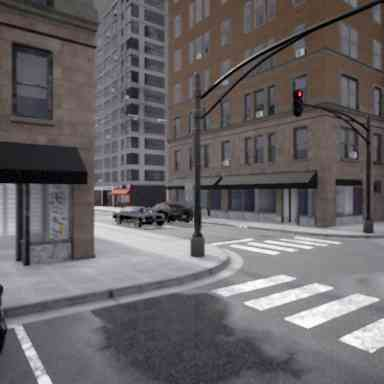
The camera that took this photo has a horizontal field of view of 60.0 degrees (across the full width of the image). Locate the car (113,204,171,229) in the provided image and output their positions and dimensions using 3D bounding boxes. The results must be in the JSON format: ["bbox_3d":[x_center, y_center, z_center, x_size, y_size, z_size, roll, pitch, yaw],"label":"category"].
[{"bbox_3d":[-3.668,1.687,22.782,1.895,1.301,4.718,0,0,-36],"label":"car"}]

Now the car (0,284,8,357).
[{"bbox_3d":[-4.202,1.566,3.178,4.313,1.339,1.947,0,0,-36],"label":"car"}]

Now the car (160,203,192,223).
[{"bbox_3d":[-1.962,1.567,25.411,1.882,1.535,5.008,0,0,-35],"label":"car"}]
